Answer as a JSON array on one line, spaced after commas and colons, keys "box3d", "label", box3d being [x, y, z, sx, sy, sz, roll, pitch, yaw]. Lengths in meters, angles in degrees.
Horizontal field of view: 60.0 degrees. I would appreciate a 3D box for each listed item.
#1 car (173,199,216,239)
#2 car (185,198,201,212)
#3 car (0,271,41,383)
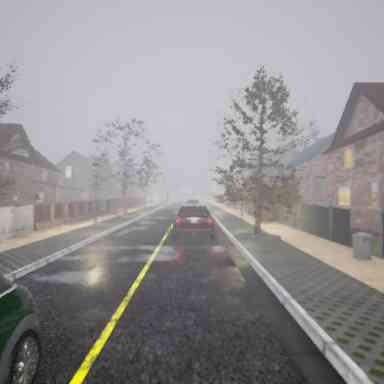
[{"box3d": [0.102, 1.405, 17.908, 2.097, 1.767, 4.553, 0, 0, 0], "label": "car"}, {"box3d": [0.103, 1.620, 41.844, 1.882, 1.535, 5.008, 0, 0, 0], "label": "car"}, {"box3d": [-2.835, 1.359, 2.025, 2.097, 1.767, 4.553, 0, 0, 0], "label": "car"}]
